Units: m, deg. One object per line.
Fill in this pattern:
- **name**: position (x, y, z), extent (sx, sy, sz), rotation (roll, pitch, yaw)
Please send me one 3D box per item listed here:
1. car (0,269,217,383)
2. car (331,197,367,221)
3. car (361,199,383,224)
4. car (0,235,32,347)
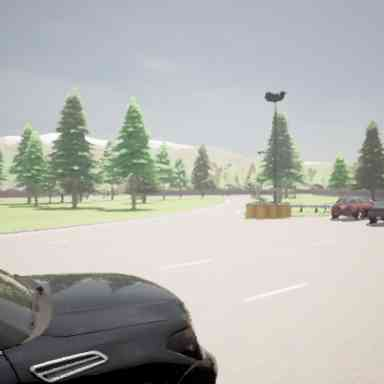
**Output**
- **car**: position (-2.443, 1.227, 2.004), extent (5.566, 2.045, 2.150), rotation (0, 0, -35)
- **car**: position (12.895, 1.188, 25.837), extent (4.553, 1.767, 2.097), rotation (-1, 0, -35)
- **car**: position (13.537, 1.352, 21.995), extent (4.892, 1.490, 1.837), rotation (-1, 0, -35)
- **car**: position (-4.723, 1.572, 4.677), extent (4.181, 1.385, 1.994), rotation (0, 0, -35)
